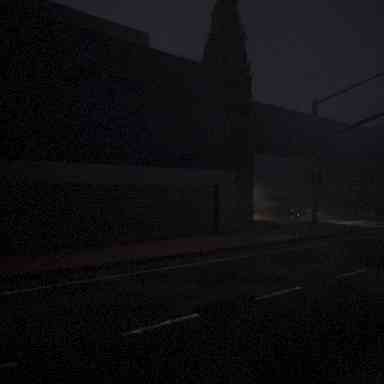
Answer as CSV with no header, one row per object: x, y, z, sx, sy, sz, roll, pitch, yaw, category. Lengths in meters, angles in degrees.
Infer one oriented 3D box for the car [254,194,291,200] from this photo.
8.695,1.221,34.158,2.150,2.045,5.566,0,0,-36,car

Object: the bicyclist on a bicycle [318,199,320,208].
16.223,1.303,43.263,1.656,1.620,0.582,0,0,-37,bicyclist on a bicycle

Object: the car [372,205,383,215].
19.670,1.525,31.548,1.812,1.442,4.674,0,0,-37,car

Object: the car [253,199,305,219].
7.632,1.600,29.727,1.895,1.301,4.718,0,0,-37,car
